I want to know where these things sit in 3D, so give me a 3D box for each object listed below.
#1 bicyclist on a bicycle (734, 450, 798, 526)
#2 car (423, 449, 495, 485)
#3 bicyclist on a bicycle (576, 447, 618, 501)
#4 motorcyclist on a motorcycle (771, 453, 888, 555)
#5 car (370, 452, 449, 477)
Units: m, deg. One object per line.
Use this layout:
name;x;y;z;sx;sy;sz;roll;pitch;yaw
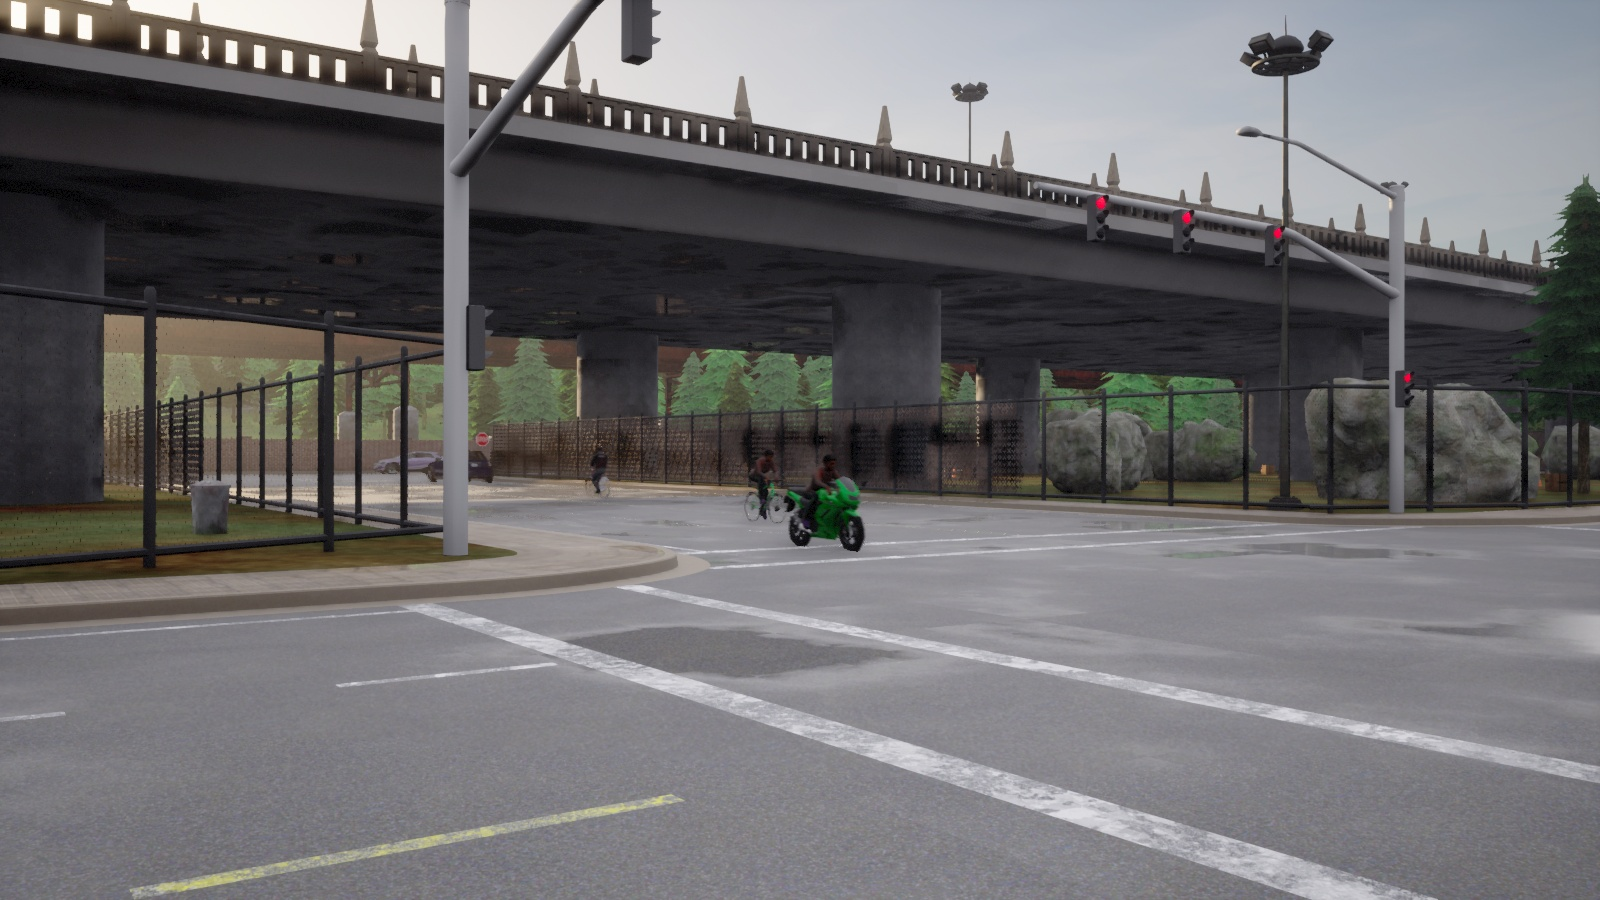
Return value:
bicyclist on a bicycle;-0.761;0.823;27.761;0.582;1.620;1.656;0;0;-35
car;-17.291;0.851;63.603;2.097;1.767;4.553;0;0;-35
bicyclist on a bicycle;-6.913;0.790;42.664;0.659;1.776;1.843;0;0;-35
motorcyclist on a motorcycle;0.439;0.824;19.944;0.797;1.523;2.044;0;-1;-35
car;-27.165;1.001;87.313;4.856;1.649;2.033;0;0;-34
